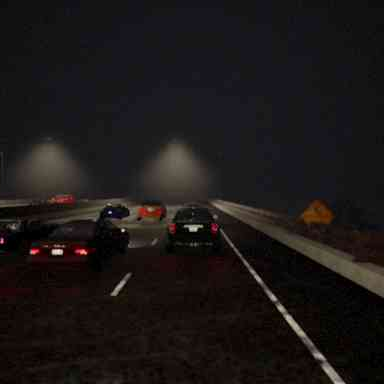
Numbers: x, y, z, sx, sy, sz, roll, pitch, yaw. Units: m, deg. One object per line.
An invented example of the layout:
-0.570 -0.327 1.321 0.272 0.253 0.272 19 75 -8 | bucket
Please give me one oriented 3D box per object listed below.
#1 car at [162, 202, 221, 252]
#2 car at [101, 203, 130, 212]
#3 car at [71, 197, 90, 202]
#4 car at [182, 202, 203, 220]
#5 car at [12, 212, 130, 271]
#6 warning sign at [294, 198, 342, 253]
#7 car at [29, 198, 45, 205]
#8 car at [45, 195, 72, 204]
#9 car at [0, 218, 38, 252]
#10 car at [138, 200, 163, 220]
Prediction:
0.068 1.430 14.479 2.097 1.767 4.553 0 0 0 | car
-6.927 1.721 30.208 1.994 1.385 4.181 0 0 0 | car
-17.562 1.834 54.114 1.994 1.385 4.181 0 0 0 | car
0.075 1.686 30.747 1.812 1.442 4.674 0 0 0 | car
-3.456 1.608 11.095 2.033 1.411 5.357 0 0 0 | car
4.558 1.182 12.133 1.300 1.860 1.060 1 0 0 | warning sign
-24.556 1.771 53.750 1.837 1.490 4.892 0 0 0 | car
-21.058 1.488 53.826 2.150 2.045 5.566 0 0 0 | car
-6.937 1.673 13.376 1.895 1.301 4.718 0 0 0 | car
-3.433 1.505 29.490 2.097 1.767 4.553 0 0 0 | car
